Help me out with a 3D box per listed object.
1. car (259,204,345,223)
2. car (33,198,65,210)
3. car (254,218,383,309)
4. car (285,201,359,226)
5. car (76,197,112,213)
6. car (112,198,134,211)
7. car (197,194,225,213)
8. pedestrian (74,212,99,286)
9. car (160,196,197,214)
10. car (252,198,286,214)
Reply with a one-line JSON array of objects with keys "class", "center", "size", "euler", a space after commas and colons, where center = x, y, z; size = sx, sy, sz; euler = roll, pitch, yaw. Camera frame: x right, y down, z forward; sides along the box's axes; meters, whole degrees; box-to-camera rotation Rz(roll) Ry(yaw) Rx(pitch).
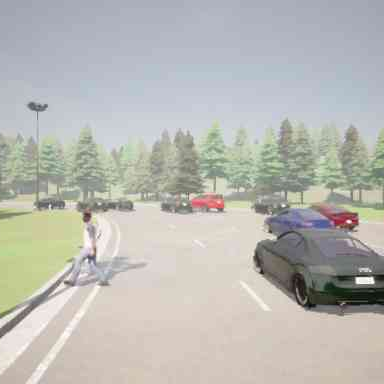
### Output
[{"class": "car", "center": [5.215, 1.525, 16.569], "size": [1.812, 1.442, 4.674], "euler": [0, 0, -11]}, {"class": "car", "center": [-18.846, 1.505, 43.895], "size": [4.892, 1.490, 1.837], "euler": [0, 0, 30]}, {"class": "car", "center": [2.921, 1.565, 7.998], "size": [1.994, 1.385, 4.181], "euler": [0, 0, -6]}, {"class": "car", "center": [7.965, 1.478, 20.438], "size": [1.882, 1.535, 5.008], "euler": [0, 0, -12]}, {"class": "car", "center": [-11.332, 1.352, 37.471], "size": [2.097, 1.767, 4.553], "euler": [0, 0, -41]}, {"class": "car", "center": [-8.849, 1.491, 39.958], "size": [2.128, 1.511, 4.902], "euler": [0, 0, -41]}, {"class": "car", "center": [1.551, 1.221, 38.210], "size": [2.150, 2.045, 5.566], "euler": [0, 0, -31]}, {"class": "pedestrian", "center": [-2.485, 1.294, 7.855], "size": [0.375, 1.860, 0.375], "euler": [0, 0, -6]}, {"class": "car", "center": [-1.806, 1.351, 36.220], "size": [2.097, 1.767, 4.553], "euler": [0, 0, -29]}, {"class": "car", "center": [7.845, 1.353, 33.202], "size": [2.097, 1.767, 4.553], "euler": [0, 0, -20]}]
